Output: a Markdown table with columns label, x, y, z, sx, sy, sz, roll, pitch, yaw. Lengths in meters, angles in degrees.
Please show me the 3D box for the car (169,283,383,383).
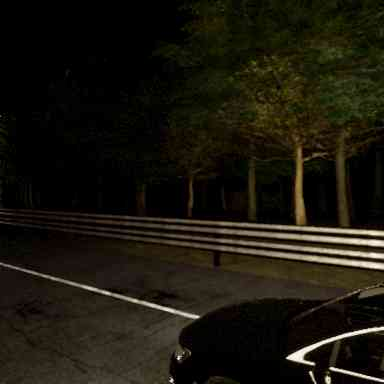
| label | x | y | z | sx | sy | sz | roll | pitch | yaw |
| --- | --- | --- | --- | --- | --- | --- | --- | --- | --- |
| car | 2.025 | 1.505 | 2.588 | 4.892 | 1.490 | 1.837 | -1 | 0 | 36 |
